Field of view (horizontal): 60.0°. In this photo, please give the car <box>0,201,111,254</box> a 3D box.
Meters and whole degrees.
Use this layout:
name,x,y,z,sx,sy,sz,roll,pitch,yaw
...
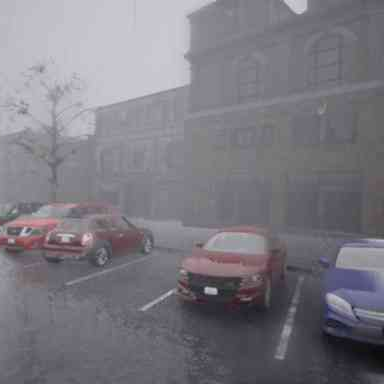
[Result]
name,x,y,z,sx,sy,sz,roll,pitch,yaw
car,-5.491,1.499,14.545,2.435,2.045,5.566,0,-2,21

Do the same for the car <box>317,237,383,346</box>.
name,x,y,z,sx,sy,sz,roll,pitch,yaw
car,3.537,1.681,6.574,2.002,1.452,4.674,0,-2,22

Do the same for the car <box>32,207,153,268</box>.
name,x,y,z,sx,sy,sz,roll,pitch,yaw
car,-3.252,1.598,12.552,2.185,1.767,4.553,0,-2,21

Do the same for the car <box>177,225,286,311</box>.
name,x,y,z,sx,sy,sz,roll,pitch,yaw
car,1.276,1.672,8.585,2.097,1.535,5.008,0,-2,22
